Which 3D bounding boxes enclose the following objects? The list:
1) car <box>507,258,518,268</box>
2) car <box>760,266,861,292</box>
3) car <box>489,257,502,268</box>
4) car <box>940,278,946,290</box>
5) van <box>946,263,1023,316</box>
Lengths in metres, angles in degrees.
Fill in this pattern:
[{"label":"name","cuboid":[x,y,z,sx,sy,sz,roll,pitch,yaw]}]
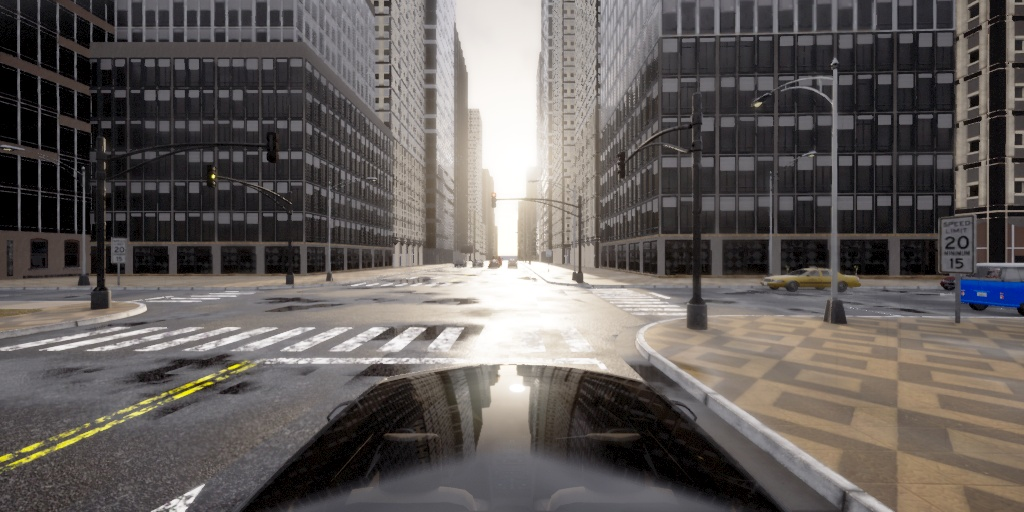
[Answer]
[{"label":"car","cuboid":[0.124,1.408,63.338,2.033,1.411,5.357,0,0,0]},{"label":"car","cuboid":[17.124,1.293,20.719,4.829,1.417,1.751,0,0,2]},{"label":"car","cuboid":[-3.126,1.386,63.344,1.812,1.442,4.674,0,0,0]},{"label":"car","cuboid":[26.958,1.356,20.214,4.207,1.307,1.802,0,0,2]},{"label":"van","cuboid":[18.378,1.119,12.544,3.998,1.789,1.690,0,0,2]}]
